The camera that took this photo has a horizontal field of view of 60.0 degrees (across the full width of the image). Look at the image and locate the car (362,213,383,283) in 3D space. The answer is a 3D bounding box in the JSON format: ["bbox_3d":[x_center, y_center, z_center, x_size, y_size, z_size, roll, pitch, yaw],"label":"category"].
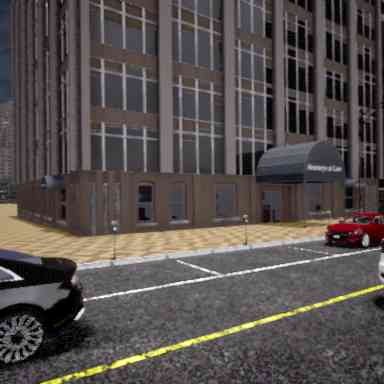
[{"bbox_3d":[6.438,1.275,7.416,5.566,2.045,2.150,0,-1,-33],"label":"car"}]

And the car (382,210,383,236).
[{"bbox_3d":[12.772,1.688,18.534,4.403,1.369,2.008,0,-1,-33],"label":"car"}]

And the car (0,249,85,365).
[{"bbox_3d":[-3.973,1.544,4.391,4.902,1.511,2.128,0,-1,-33],"label":"car"}]

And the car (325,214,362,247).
[{"bbox_3d":[8.027,1.666,15.406,4.507,1.381,1.887,0,-1,-33],"label":"car"}]
